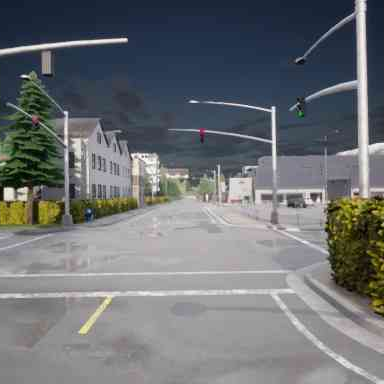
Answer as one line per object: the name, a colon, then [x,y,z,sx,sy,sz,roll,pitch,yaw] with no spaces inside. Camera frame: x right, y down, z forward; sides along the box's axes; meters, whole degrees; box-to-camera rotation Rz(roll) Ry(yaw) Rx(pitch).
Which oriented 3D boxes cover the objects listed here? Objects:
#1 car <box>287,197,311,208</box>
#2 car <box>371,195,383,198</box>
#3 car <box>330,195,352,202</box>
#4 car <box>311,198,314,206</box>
car: [15.425,1.629,49.149,2.007,1.523,4.514,-1,-1,0]
car: [19.117,1.183,31.282,1.905,1.878,3.866,-1,-1,0]
car: [25.484,1.398,56.548,2.152,1.636,5.027,-1,-1,0]
car: [19.070,1.573,56.208,1.970,1.475,3.806,-1,-1,0]
